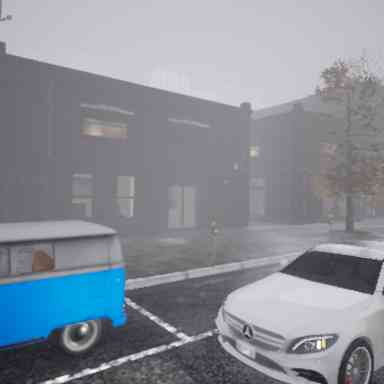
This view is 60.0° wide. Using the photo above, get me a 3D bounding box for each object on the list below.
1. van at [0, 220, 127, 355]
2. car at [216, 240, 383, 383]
[{"bbox_3d":[-2.885,1.341,4.479,3.998,1.788,1.690,0,1,-35],"label":"van"},{"bbox_3d":[2.515,1.539,5.159,4.674,1.442,1.812,0,0,-35],"label":"car"}]
